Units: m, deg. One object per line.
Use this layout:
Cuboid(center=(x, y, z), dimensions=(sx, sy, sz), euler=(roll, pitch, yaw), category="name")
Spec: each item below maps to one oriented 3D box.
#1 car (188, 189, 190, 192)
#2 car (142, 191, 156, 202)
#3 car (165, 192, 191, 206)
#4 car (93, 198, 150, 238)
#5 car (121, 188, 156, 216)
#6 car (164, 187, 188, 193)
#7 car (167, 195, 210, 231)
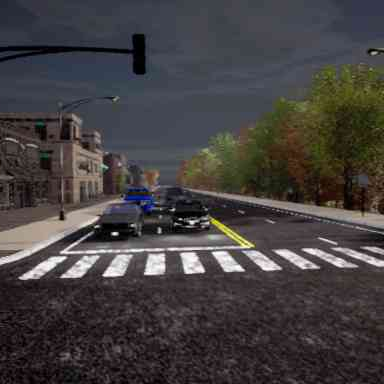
Cuboid(center=(-1.264, 0.110, 68.677), dimensions=(2.033, 1.411, 5.357), euler=(-1, 1, -5), category="car")
Cuboid(center=(-6.000, 0.620, 46.826), dimensions=(1.812, 1.442, 4.674), euler=(-1, 1, -5), category="car")
Cuboid(center=(-1.076, 0.990, 27.562), dimensions=(1.994, 1.385, 4.181), euler=(-1, 1, -4), category="car")
Cuboid(center=(-3.340, 1.249, 16.115), dimensions=(2.033, 1.411, 5.357), euler=(-1, 1, -5), category="car")
Cuboid(center=(-4.238, 0.723, 26.253), dimensions=(2.150, 2.045, 5.566), euler=(-1, 1, -5), category="car")
Cuboid(center=(-2.012, 0.437, 38.188), dimensions=(2.150, 2.045, 5.566), euler=(-1, 1, -5), category="car")
Cuboid(center=(-0.212, 1.125, 17.686), dimensions=(1.837, 1.490, 4.892), euler=(-1, 1, -5), category="car")
